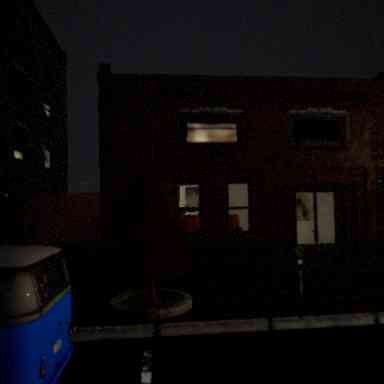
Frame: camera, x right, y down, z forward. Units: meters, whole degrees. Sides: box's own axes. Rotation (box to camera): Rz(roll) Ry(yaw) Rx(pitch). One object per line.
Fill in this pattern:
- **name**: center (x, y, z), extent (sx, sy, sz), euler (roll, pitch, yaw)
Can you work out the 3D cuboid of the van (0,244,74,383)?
- **van**: center (-3.361, 1.511, 3.588), extent (3.998, 1.788, 1.690), euler (-1, -2, -6)
